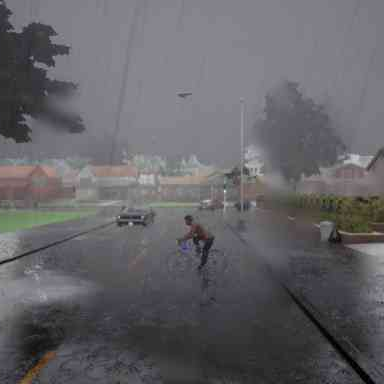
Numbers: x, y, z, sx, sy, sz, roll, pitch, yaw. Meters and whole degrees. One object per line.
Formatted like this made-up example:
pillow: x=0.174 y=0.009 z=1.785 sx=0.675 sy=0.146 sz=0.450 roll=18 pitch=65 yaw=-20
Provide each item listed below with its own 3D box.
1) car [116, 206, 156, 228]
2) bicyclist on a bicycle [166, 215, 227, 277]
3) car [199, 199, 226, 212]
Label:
car: x=-3.622 y=1.600 z=22.195 sx=1.895 sy=1.301 sz=4.718 roll=0 pitch=0 yaw=2
bicyclist on a bicycle: x=0.096 y=1.441 z=8.896 sx=1.656 sy=1.620 sz=0.582 roll=-2 pitch=0 yaw=1
car: x=2.403 y=1.524 z=39.377 sx=1.812 sy=1.442 sz=4.674 roll=0 pitch=0 yaw=27
